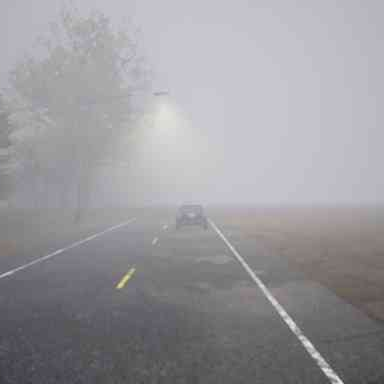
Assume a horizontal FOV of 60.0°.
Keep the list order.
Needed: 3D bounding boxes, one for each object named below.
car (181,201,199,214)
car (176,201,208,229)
[{"bbox_3d":[-0.269,1.893,41.384,2.128,1.511,4.902,0,-1,-1],"label":"car"},{"bbox_3d":[-0.038,1.578,23.497,2.097,1.767,4.553,0,-1,-1],"label":"car"}]
